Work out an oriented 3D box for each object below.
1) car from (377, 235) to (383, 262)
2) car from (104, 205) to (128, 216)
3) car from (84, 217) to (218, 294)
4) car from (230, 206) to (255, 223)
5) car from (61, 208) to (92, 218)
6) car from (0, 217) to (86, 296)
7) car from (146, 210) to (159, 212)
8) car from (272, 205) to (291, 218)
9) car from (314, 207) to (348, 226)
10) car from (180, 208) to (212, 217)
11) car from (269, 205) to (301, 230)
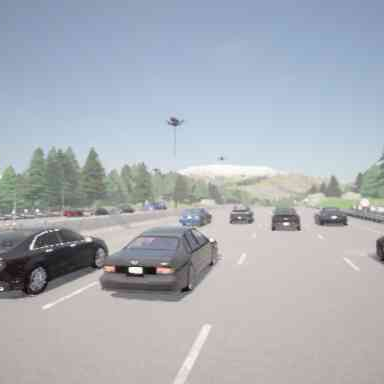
[{"bbox_3d":[6.592,1.520,9.101,1.812,1.442,4.674,-1,-1,14],"label":"car"},{"bbox_3d":[-9.735,2.522,45.684,2.097,1.767,4.553,-1,-2,14],"label":"car"},{"bbox_3d":[-0.563,1.684,9.320,2.033,1.411,5.357,-1,-1,14],"label":"car"},{"bbox_3d":[4.517,1.979,29.820,2.128,1.511,4.902,-1,-2,14],"label":"car"},{"bbox_3d":[-16.429,2.939,47.735,1.895,1.301,4.718,-1,-2,14],"label":"car"},{"bbox_3d":[-4.154,1.713,9.377,1.837,1.490,4.892,-1,-1,14],"label":"car"},{"bbox_3d":[-5.416,2.406,48.422,2.150,2.045,5.566,-1,-2,14],"label":"car"},{"bbox_3d":[10.288,2.207,38.547,1.994,1.385,4.181,-1,-2,14],"label":"car"},{"bbox_3d":[10.814,1.848,26.130,1.994,1.385,4.181,-1,-2,14],"label":"car"},{"bbox_3d":[0.395,2.047,27.731,2.033,1.411,5.357,-1,-2,14],"label":"car"},{"bbox_3d":[6.502,1.790,23.281,1.837,1.490,4.892,-1,-1,14],"label":"car"}]
